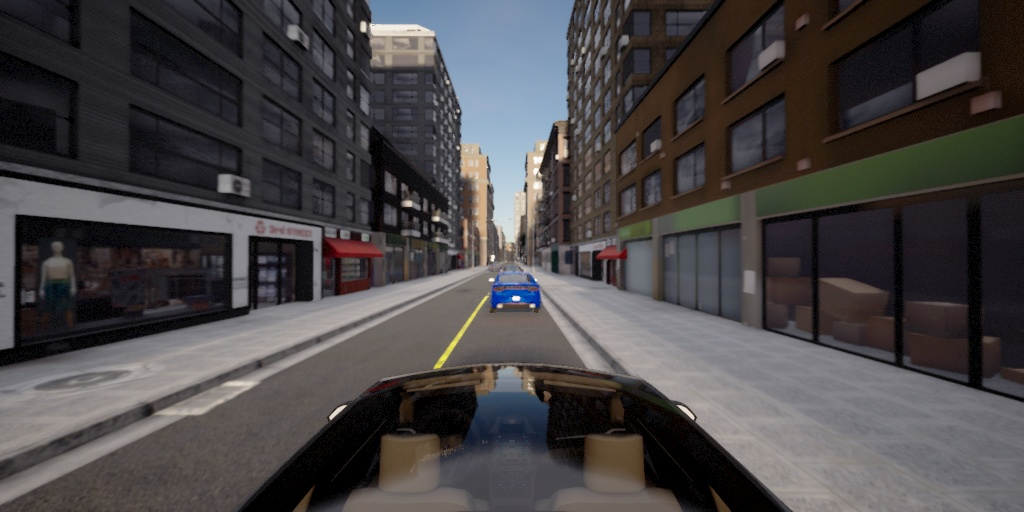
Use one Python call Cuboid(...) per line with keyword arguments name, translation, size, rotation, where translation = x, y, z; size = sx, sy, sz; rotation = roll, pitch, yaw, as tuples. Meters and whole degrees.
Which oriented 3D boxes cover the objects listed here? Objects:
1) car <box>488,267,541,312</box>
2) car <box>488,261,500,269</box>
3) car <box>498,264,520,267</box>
Cuboid(name="car", translation=(0.056, 1.369, 14.998), size=(1.882, 1.535, 5.008), rotation=(0, -1, -2))
Cuboid(name="car", translation=(-2.807, 1.673, 58.671), size=(2.097, 1.767, 4.553), rotation=(0, -1, 0))
Cuboid(name="car", translation=(0.050, 1.542, 29.205), size=(1.837, 1.490, 4.892), rotation=(0, 0, 1))
